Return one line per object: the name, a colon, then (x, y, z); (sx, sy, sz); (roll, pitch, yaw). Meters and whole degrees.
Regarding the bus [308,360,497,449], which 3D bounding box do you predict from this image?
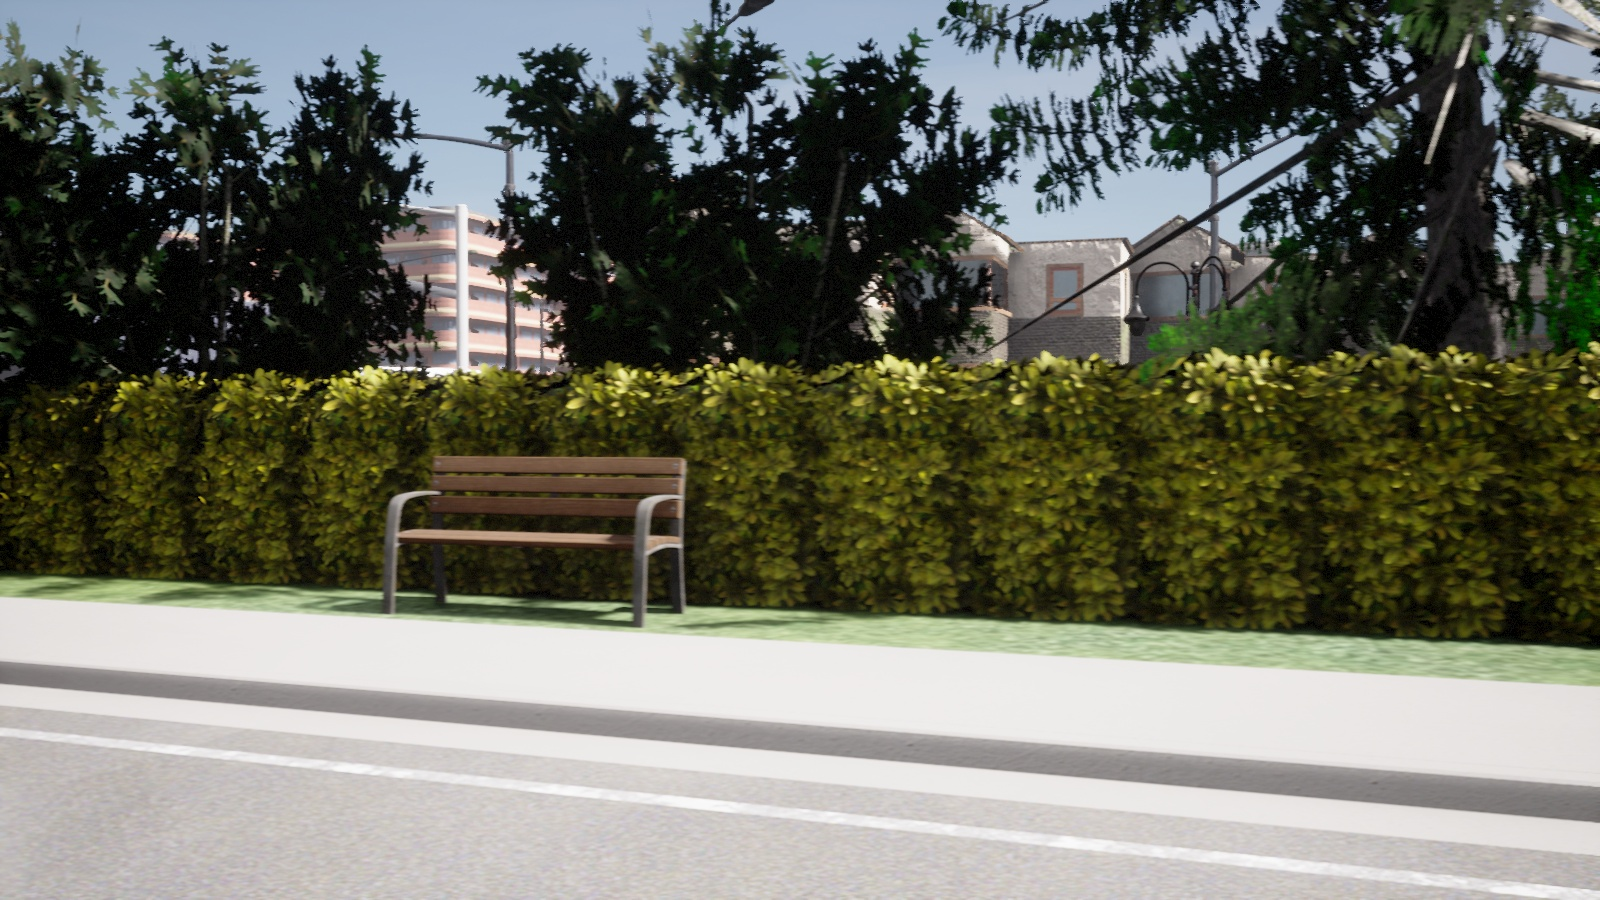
bus: (-20.541, -2.403, 65.909); (3.944, 4.253, 10.273); (1, 2, 20)
